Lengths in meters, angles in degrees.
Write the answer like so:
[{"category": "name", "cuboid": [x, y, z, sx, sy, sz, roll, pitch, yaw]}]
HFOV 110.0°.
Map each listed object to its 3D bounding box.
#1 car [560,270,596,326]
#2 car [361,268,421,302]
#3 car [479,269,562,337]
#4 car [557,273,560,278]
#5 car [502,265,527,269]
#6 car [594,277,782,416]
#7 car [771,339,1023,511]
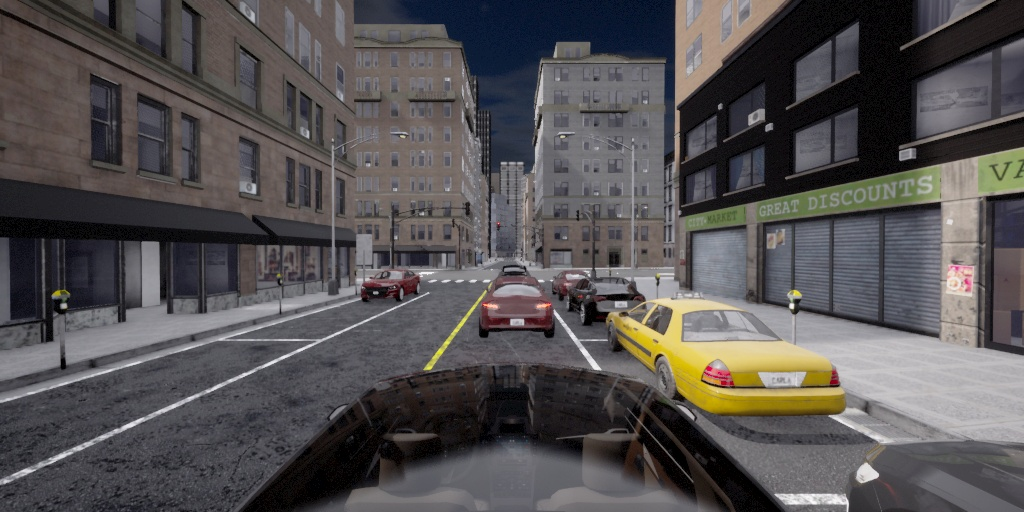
[{"category": "car", "cuboid": [2.889, 1.312, 11.537, 1.948, 1.339, 4.313, 0, 0, 0]}, {"category": "car", "cuboid": [-5.647, 1.289, 17.134, 1.888, 1.381, 4.507, 0, 0, 0]}, {"category": "car", "cuboid": [0.106, 1.273, 10.103, 1.812, 1.442, 4.674, 0, 0, 0]}, {"category": "car", "cuboid": [2.898, 1.326, 17.123, 1.802, 1.307, 4.207, 0, 0, 0]}, {"category": "car", "cuboid": [0.127, 1.248, 20.382, 1.837, 1.490, 4.892, 0, 0, 0]}, {"category": "car", "cuboid": [2.881, 1.274, 6.121, 1.751, 1.417, 4.829, 0, 0, 0]}, {"category": "car", "cuboid": [2.871, 1.301, 0.365, 2.007, 1.370, 4.403, 0, 0, 0]}]
